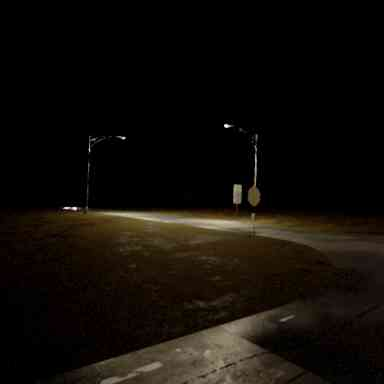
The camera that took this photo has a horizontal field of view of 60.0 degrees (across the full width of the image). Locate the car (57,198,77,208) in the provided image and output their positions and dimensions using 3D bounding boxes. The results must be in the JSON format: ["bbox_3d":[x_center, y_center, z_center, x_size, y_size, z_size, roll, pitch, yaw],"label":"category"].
[{"bbox_3d":[-18.755,1.596,49.932,1.994,1.385,4.181,3,-2,-36],"label":"car"}]
